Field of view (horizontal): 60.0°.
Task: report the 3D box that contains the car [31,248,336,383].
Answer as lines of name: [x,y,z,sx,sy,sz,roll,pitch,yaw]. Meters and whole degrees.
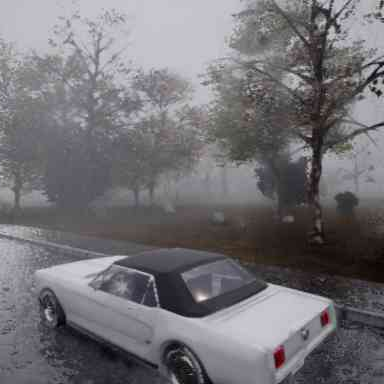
car: [-0.547,1.551,5.019,4.718,1.301,1.895,0,1,41]
